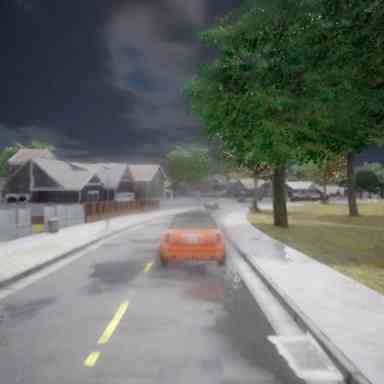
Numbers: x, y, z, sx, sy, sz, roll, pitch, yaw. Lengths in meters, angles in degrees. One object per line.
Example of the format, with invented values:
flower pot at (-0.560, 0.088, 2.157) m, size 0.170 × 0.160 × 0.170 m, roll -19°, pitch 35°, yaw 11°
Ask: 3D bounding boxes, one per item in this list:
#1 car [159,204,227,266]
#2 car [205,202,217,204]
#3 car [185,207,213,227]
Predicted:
car at (0.053, 1.495, 12.200) m, size 2.097 × 1.767 × 4.553 m, roll 0°, pitch -1°, yaw 1°
car at (3.040, 2.265, 53.238) m, size 2.033 × 1.411 × 5.357 m, roll 0°, pitch -1°, yaw 17°
car at (0.640, 1.956, 26.643) m, size 1.895 × 1.301 × 4.718 m, roll 0°, pitch -1°, yaw 6°
